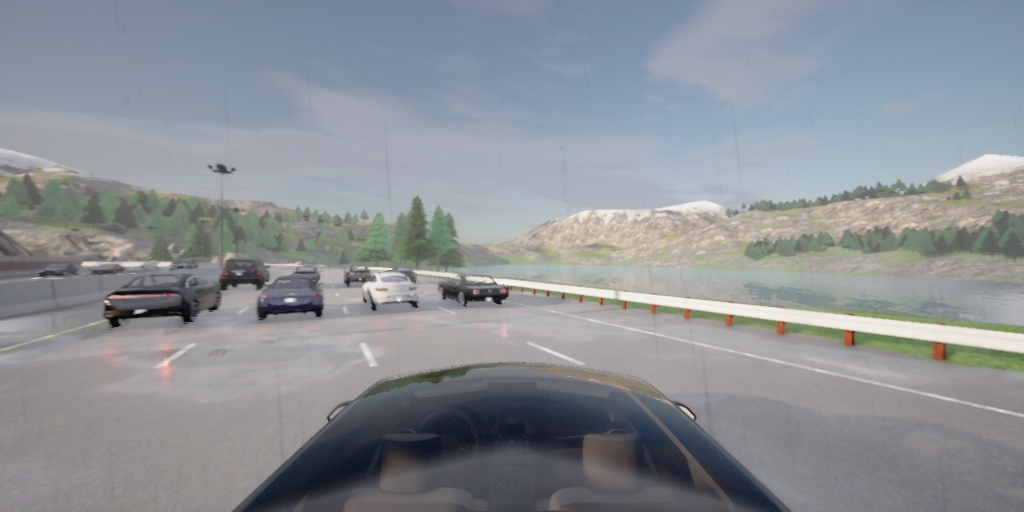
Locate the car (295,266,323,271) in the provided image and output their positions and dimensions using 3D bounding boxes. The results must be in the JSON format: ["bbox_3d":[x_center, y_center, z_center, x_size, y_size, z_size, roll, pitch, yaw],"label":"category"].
[{"bbox_3d":[-15.360,1.500,26.872,2.128,1.511,4.902,0,-1,-28],"label":"car"}]

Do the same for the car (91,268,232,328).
[{"bbox_3d":[-11.349,1.343,12.001,2.128,1.511,4.902,0,-1,-28],"label":"car"}]

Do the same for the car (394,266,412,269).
[{"bbox_3d":[-9.376,1.579,30.532,1.812,1.442,4.674,0,0,-28],"label":"car"}]

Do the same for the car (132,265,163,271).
[{"bbox_3d":[-45.709,1.772,45.033,1.895,1.301,4.718,0,-1,-32],"label":"car"}]

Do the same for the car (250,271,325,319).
[{"bbox_3d":[-8.212,1.435,13.555,1.994,1.385,4.181,0,-1,-28],"label":"car"}]

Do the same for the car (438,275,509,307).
[{"bbox_3d":[-1.980,1.513,16.740,1.895,1.301,4.718,0,-1,-28],"label":"car"}]

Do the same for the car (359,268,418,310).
[{"bbox_3d":[-5.369,1.422,15.664,1.812,1.442,4.674,0,0,-28],"label":"car"}]

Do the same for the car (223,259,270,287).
[{"bbox_3d":[-18.012,1.202,24.397,2.150,2.045,5.566,0,0,-28],"label":"car"}]

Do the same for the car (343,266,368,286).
[{"bbox_3d":[-12.277,1.522,28.530,2.128,1.511,4.902,0,-1,-28],"label":"car"}]

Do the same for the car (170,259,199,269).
[{"bbox_3d":[-42.909,1.419,47.147,2.150,2.045,5.566,1,-1,-32],"label":"car"}]
